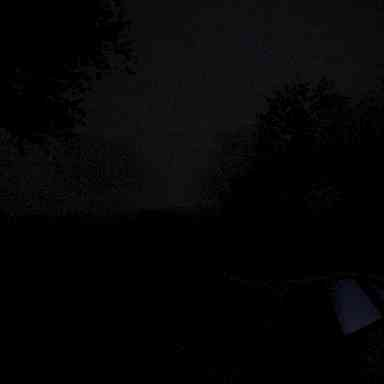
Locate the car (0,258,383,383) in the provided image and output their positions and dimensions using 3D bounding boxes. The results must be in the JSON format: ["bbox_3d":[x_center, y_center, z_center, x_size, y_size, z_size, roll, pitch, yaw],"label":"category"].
[{"bbox_3d":[0.796,1.535,3.642,5.357,1.411,2.033,0,0,-36],"label":"car"}]
